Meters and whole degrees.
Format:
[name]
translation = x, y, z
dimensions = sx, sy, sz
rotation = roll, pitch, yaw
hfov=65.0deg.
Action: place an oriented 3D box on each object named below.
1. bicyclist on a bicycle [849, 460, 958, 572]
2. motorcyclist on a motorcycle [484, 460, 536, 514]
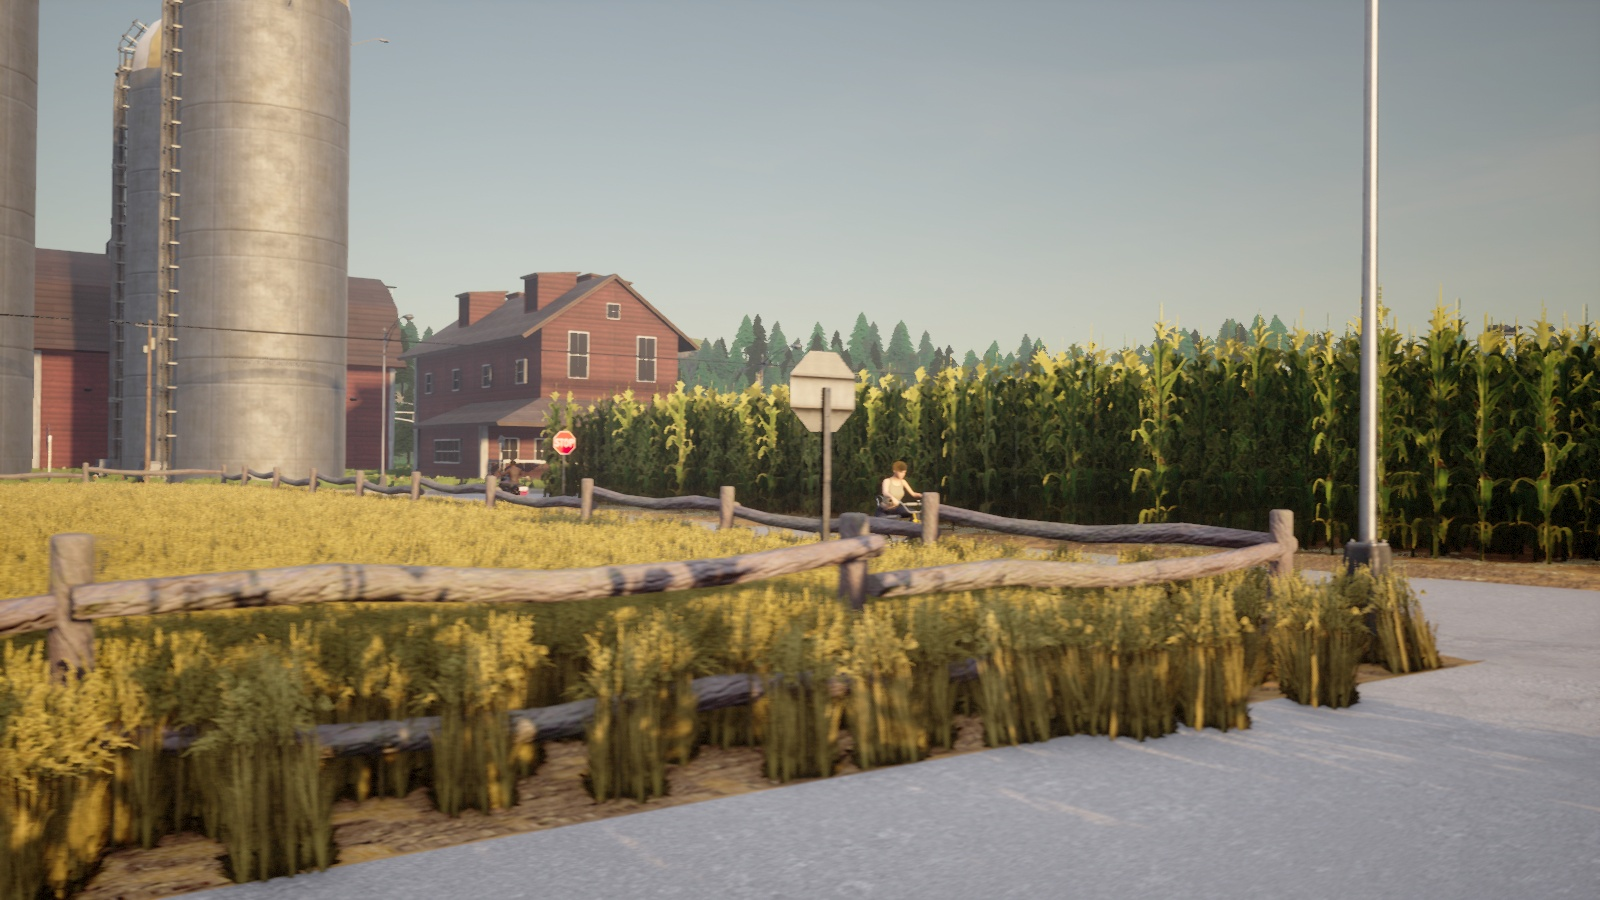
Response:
[bicyclist on a bicycle]
translation = 1.547, 0.967, 18.993
dimensions = 0.866, 1.612, 1.509
rotation = 1, -1, -35
[motorcyclist on a motorcycle]
translation = -9.165, 1.155, 39.653
dimensions = 0.766, 1.649, 2.350
rotation = 1, -1, -35
